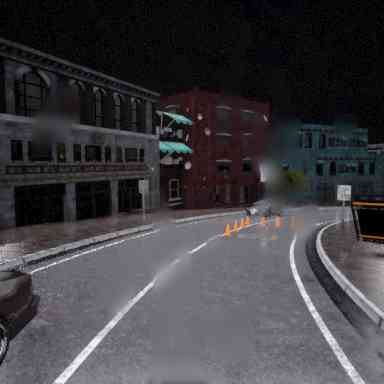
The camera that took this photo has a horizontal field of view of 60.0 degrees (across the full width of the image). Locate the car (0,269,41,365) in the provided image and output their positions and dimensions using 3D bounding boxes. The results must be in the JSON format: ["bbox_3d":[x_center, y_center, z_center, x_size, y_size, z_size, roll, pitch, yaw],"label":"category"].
[{"bbox_3d":[-3.400,1.527,2.779,2.033,1.411,5.357,0,0,4],"label":"car"}]

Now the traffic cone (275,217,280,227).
[{"bbox_3d":[5.670,1.971,22.006,0.340,0.580,0.340,2,1,18],"label":"traffic cone"}]

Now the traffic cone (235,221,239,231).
[{"bbox_3d":[2.491,1.903,18.874,0.340,0.580,0.340,2,1,19],"label":"traffic cone"}]

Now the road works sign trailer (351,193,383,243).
[{"bbox_3d":[7.114,1.155,10.546,3.560,2.380,2.880,2,45,37],"label":"road works sign trailer"}]

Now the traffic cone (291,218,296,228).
[{"bbox_3d":[6.616,2.010,21.686,0.340,0.580,0.340,2,1,19],"label":"traffic cone"}]

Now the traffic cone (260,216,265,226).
[{"bbox_3d":[4.730,1.933,22.328,0.340,0.580,0.340,2,1,19],"label":"traffic cone"}]

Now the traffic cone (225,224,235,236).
[{"bbox_3d":[1.841,1.905,16.983,0.340,0.580,0.340,2,0,19],"label":"traffic cone"}]

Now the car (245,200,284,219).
[{"bbox_3d":[6.303,1.425,28.571,2.128,1.511,4.902,3,1,36],"label":"car"}]
